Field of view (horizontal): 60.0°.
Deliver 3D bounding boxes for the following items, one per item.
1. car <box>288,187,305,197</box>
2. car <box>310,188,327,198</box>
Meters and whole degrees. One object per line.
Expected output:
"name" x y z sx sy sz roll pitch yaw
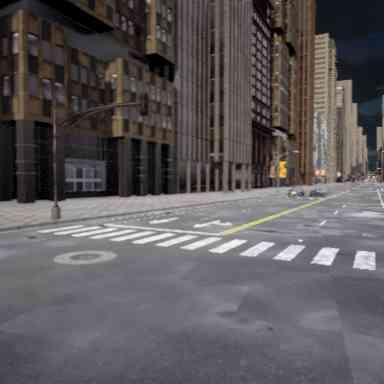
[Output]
"car" 16.244 -0.050 51.647 2.128 1.511 4.902 1 2 29
"car" 19.093 0.079 50.088 1.994 1.385 4.181 1 2 29
